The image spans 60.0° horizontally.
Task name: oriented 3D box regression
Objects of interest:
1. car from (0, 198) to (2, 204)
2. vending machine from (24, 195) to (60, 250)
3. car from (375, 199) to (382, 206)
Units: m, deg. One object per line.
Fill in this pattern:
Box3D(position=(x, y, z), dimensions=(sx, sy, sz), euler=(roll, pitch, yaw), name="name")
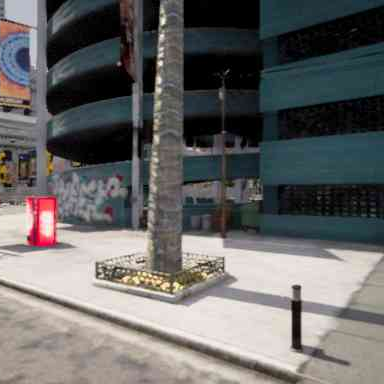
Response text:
Box3D(position=(-29.255, 1.222, 46.098), dimensions=(2.150, 2.045, 5.566), euler=(0, 0, 18), name="car")
Box3D(position=(-6.085, 1.196, 13.498), dimensions=(1.100, 2.100, 0.880), euler=(0, 0, -44), name="vending machine")
Box3D(position=(24.712, 1.320, 40.071), dimensions=(4.674, 1.452, 2.002), euler=(0, 0, 36), name="car")
